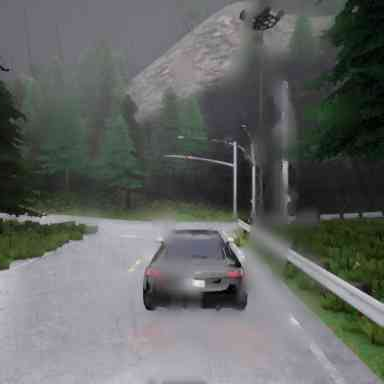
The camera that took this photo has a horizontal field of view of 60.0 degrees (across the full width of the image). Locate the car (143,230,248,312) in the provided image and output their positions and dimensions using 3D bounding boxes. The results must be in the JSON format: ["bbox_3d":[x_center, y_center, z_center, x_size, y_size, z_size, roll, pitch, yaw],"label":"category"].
[{"bbox_3d":[0.075,1.563,7.782,1.994,1.385,4.181,0,0,1],"label":"car"}]
